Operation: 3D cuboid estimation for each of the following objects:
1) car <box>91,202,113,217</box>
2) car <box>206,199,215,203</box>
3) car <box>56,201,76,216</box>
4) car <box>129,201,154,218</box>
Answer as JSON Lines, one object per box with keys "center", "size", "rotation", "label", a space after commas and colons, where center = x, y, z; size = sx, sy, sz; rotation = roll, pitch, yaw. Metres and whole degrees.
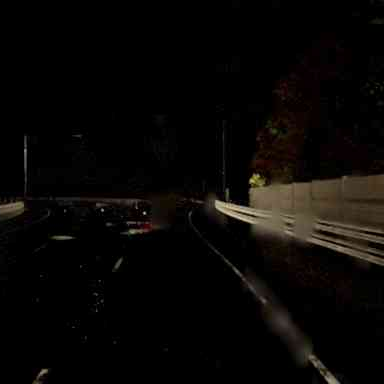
{"center": [-9.120, 1.700, 33.477], "size": [1.994, 1.385, 4.181], "rotation": [0, 0, -18], "label": "car"}
{"center": [4.945, 2.472, 88.942], "size": [1.994, 1.385, 4.181], "rotation": [0, -3, 10], "label": "car"}
{"center": [-13.387, 1.687, 35.224], "size": [1.812, 1.442, 4.674], "rotation": [0, 0, -19], "label": "car"}
{"center": [-4.832, 1.616, 31.557], "size": [1.837, 1.490, 4.892], "rotation": [0, 0, -16], "label": "car"}
